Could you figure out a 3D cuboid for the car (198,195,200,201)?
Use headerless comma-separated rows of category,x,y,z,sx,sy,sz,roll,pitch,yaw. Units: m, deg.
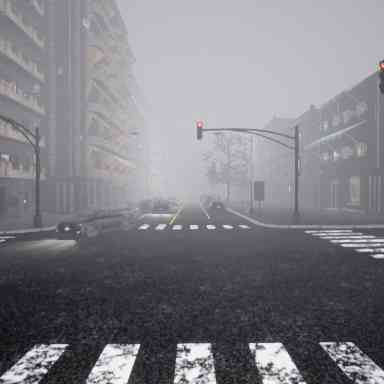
car,2.663,1.280,74.451,2.192,1.841,5.009,0,0,0

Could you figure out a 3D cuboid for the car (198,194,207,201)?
car,2.661,1.396,85.518,1.967,1.590,4.097,0,0,0

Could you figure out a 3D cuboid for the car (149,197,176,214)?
car,-3.109,1.554,35.586,1.994,1.385,4.181,0,0,0

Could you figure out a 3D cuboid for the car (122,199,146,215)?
car,-5.703,1.542,30.188,2.008,1.369,4.403,0,0,0

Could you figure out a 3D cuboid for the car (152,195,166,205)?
car,-5.712,1.417,57.856,1.967,1.590,4.097,0,0,0

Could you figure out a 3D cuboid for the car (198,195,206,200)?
car,2.661,1.495,91.052,1.887,1.381,4.507,0,0,0

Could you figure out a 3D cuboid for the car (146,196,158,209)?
car,-5.705,1.531,41.255,1.887,1.381,4.507,0,0,0

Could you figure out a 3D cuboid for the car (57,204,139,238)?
car,-5.085,1.569,17.836,1.994,1.385,4.181,0,1,28

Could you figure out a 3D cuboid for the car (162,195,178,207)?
car,-3.103,1.528,51.430,2.033,1.411,5.357,0,0,0

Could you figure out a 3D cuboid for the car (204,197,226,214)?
car,2.677,1.555,35.717,1.947,1.339,4.313,0,0,0

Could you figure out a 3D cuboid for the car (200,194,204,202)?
car,2.671,1.420,52.318,1.967,1.590,4.097,0,0,0

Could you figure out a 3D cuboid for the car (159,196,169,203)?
car,-5.713,1.551,68.923,1.802,1.307,4.206,0,0,0

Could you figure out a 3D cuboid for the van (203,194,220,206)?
van,2.673,1.327,41.250,1.690,1.788,3.998,0,0,0
